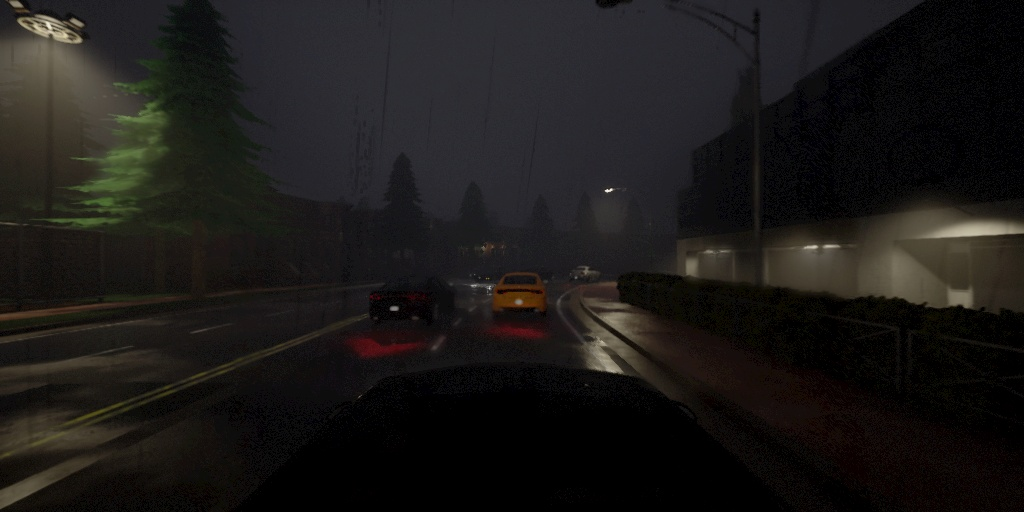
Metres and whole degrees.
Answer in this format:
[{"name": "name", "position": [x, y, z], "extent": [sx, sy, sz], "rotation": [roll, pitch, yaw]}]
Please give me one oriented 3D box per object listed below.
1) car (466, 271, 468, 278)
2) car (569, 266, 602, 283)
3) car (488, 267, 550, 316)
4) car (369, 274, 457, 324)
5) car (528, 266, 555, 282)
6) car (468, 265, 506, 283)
[{"name": "car", "position": [-2.790, 1.682, 37.633], "extent": [2.128, 1.511, 4.902], "rotation": [-1, -1, 33]}, {"name": "car", "position": [6.748, 1.659, 32.878], "extent": [1.812, 1.442, 4.674], "rotation": [-1, -1, 32]}, {"name": "car", "position": [0.404, 1.381, 14.213], "extent": [1.882, 1.535, 5.008], "rotation": [0, -1, 4]}, {"name": "car", "position": [-3.214, 1.361, 12.596], "extent": [1.882, 1.535, 5.008], "rotation": [0, -1, 3]}, {"name": "car", "position": [2.324, 1.630, 32.234], "extent": [1.837, 1.490, 4.892], "rotation": [-1, -1, 28]}, {"name": "car", "position": [-1.626, 1.634, 32.624], "extent": [1.837, 1.490, 4.892], "rotation": [-1, -1, 28]}]
